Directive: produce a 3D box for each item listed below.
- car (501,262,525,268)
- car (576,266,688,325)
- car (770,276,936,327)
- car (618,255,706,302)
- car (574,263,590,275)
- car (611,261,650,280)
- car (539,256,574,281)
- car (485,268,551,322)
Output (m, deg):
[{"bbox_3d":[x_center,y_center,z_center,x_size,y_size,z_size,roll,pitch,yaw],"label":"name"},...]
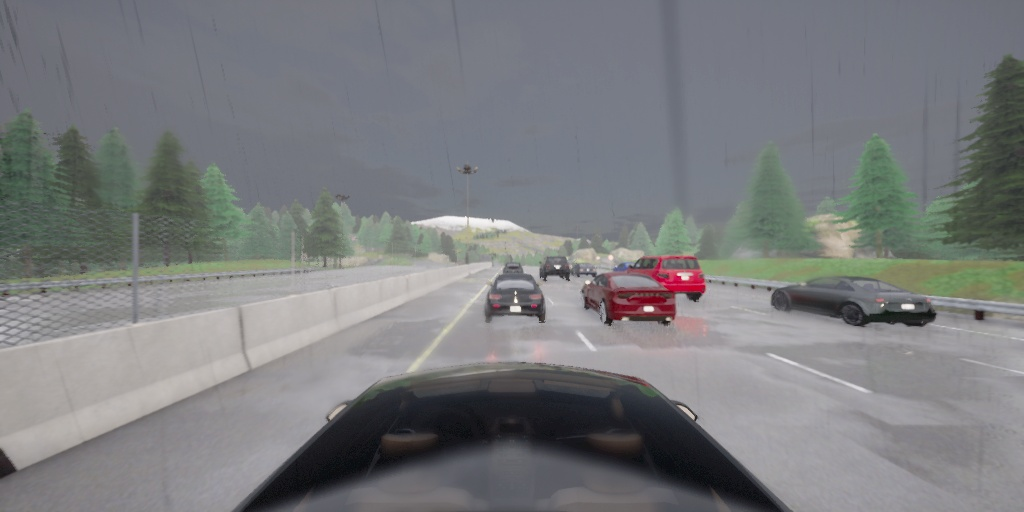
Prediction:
[{"bbox_3d":[0.092,1.312,33.086,1.837,1.490,4.892,0,0,0],"label":"car"},{"bbox_3d":[3.597,1.245,11.899,1.882,1.535,5.008,0,0,0],"label":"car"},{"bbox_3d":[10.597,1.331,11.602,1.994,1.385,4.181,0,0,0],"label":"car"},{"bbox_3d":[7.096,0.999,17.356,2.150,2.045,5.566,0,0,0],"label":"car"},{"bbox_3d":[7.088,1.357,35.944,2.033,1.411,5.357,0,0,0],"label":"car"},{"bbox_3d":[10.591,1.279,32.545,1.882,1.535,5.008,0,0,0],"label":"car"},{"bbox_3d":[3.592,1.025,30.850,2.150,2.045,5.566,0,0,0],"label":"car"},{"bbox_3d":[0.097,1.294,12.171,1.812,1.442,4.674,0,0,0],"label":"car"}]
